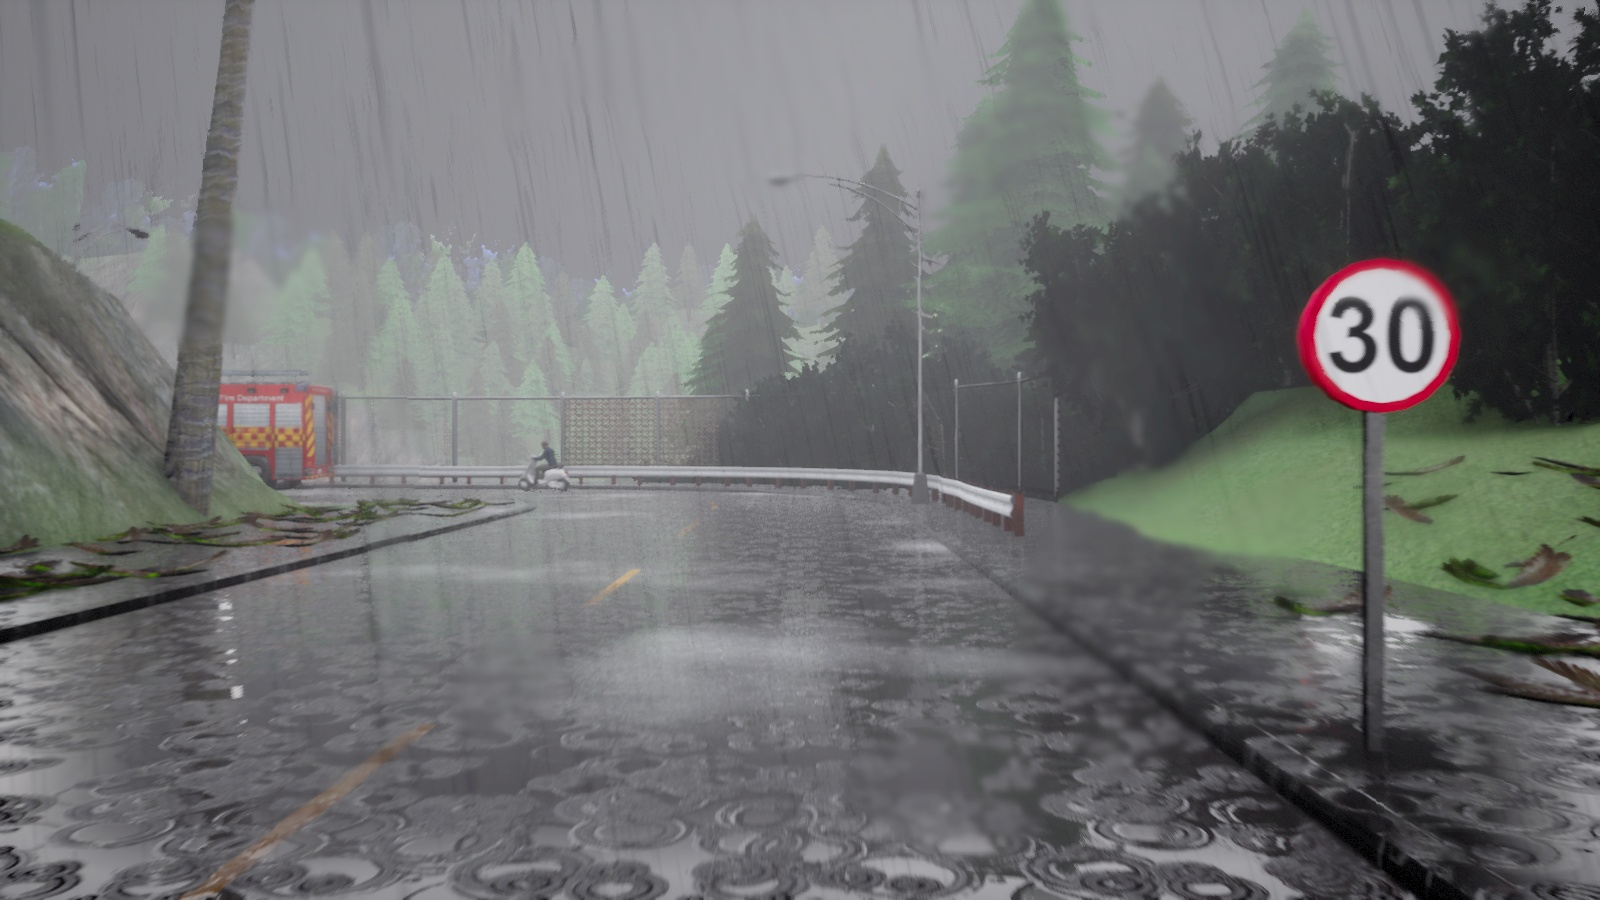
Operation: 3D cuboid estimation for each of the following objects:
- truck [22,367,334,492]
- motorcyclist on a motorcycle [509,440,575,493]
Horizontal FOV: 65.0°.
[{"bbox_3d":[-19.609,-0.621,39.961,8.468,3.827,2.891,0,0,-1],"label":"truck"},{"bbox_3d":[-8.056,0.511,39.265,1.817,1.590,0.866,1,2,17],"label":"motorcyclist on a motorcycle"}]
